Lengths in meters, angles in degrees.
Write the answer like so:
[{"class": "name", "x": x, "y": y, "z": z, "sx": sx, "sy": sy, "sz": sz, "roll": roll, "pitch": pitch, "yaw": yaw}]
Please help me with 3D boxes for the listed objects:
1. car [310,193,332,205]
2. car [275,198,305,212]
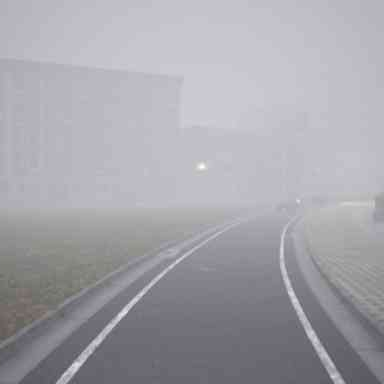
[{"class": "car", "x": 17.420, "y": 0.868, "z": 44.899, "sx": 1.812, "sy": 1.442, "sz": 4.674, "roll": 1, "pitch": 2, "yaw": 38}, {"class": "car", "x": 10.063, "y": 1.282, "z": 33.864, "sx": 1.895, "sy": 1.301, "sz": 4.718, "roll": 1, "pitch": 2, "yaw": 31}]
